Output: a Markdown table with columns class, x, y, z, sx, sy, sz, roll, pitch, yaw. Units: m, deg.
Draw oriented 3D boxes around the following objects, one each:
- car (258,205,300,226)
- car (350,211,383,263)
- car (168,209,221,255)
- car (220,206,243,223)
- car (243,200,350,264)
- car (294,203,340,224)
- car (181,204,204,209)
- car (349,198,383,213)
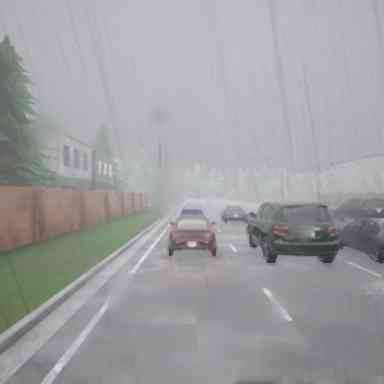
| class | x | y | z | sx | sy | sz | roll | pitch | yaw |
| --- | --- | --- | --- | --- | --- | --- | --- | --- | --- |
| car | 7.018 | 1.835 | 27.503 | 2.033 | 1.411 | 5.357 | 0 | -1 | 0 |
| car | 7.013 | 1.679 | 12.502 | 2.033 | 1.411 | 5.357 | 0 | -1 | 0 |
| car | 0.025 | 1.671 | 13.896 | 1.812 | 1.442 | 4.674 | 0 | 0 | 0 |
| car | 3.526 | 1.862 | 28.445 | 1.994 | 1.385 | 4.181 | 0 | -1 | 1 |
| car | 3.513 | 1.357 | 12.565 | 2.150 | 2.045 | 5.566 | 0 | 0 | 0 |
| car | 10.527 | 1.790 | 28.494 | 2.128 | 1.511 | 4.902 | 0 | 0 | 0 |
| car | 0.034 | 1.783 | 29.244 | 1.882 | 1.535 | 5.008 | 0 | 0 | 0 |
| car | 14.018 | 1.513 | 27.568 | 2.150 | 2.045 | 5.566 | 0 | 0 | 0 |
